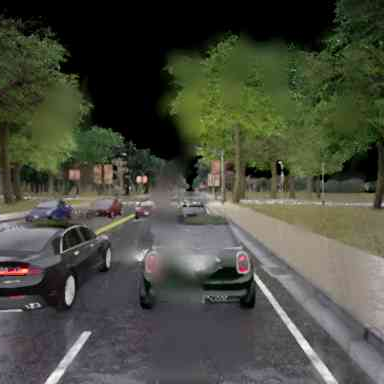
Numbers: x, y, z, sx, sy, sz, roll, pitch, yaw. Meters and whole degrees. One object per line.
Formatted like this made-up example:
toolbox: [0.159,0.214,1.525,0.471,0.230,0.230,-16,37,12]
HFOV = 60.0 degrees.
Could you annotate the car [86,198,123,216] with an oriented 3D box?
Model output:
car: [-6.633,1.221,25.667,1.882,1.535,5.008,0,1,0]

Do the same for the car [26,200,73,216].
car: [-9.881,1.290,23.417,1.812,1.442,4.674,0,1,0]

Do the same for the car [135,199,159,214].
car: [-3.185,1.271,25.451,1.812,1.442,4.674,0,1,0]

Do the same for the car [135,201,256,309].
car: [0.091,1.270,7.832,2.097,1.767,4.553,0,1,0]

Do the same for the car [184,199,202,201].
car: [0.064,1.248,24.231,2.128,1.511,4.902,0,1,0]

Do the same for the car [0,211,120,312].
car: [-3.160,1.426,7.562,1.837,1.490,4.892,0,1,0]
